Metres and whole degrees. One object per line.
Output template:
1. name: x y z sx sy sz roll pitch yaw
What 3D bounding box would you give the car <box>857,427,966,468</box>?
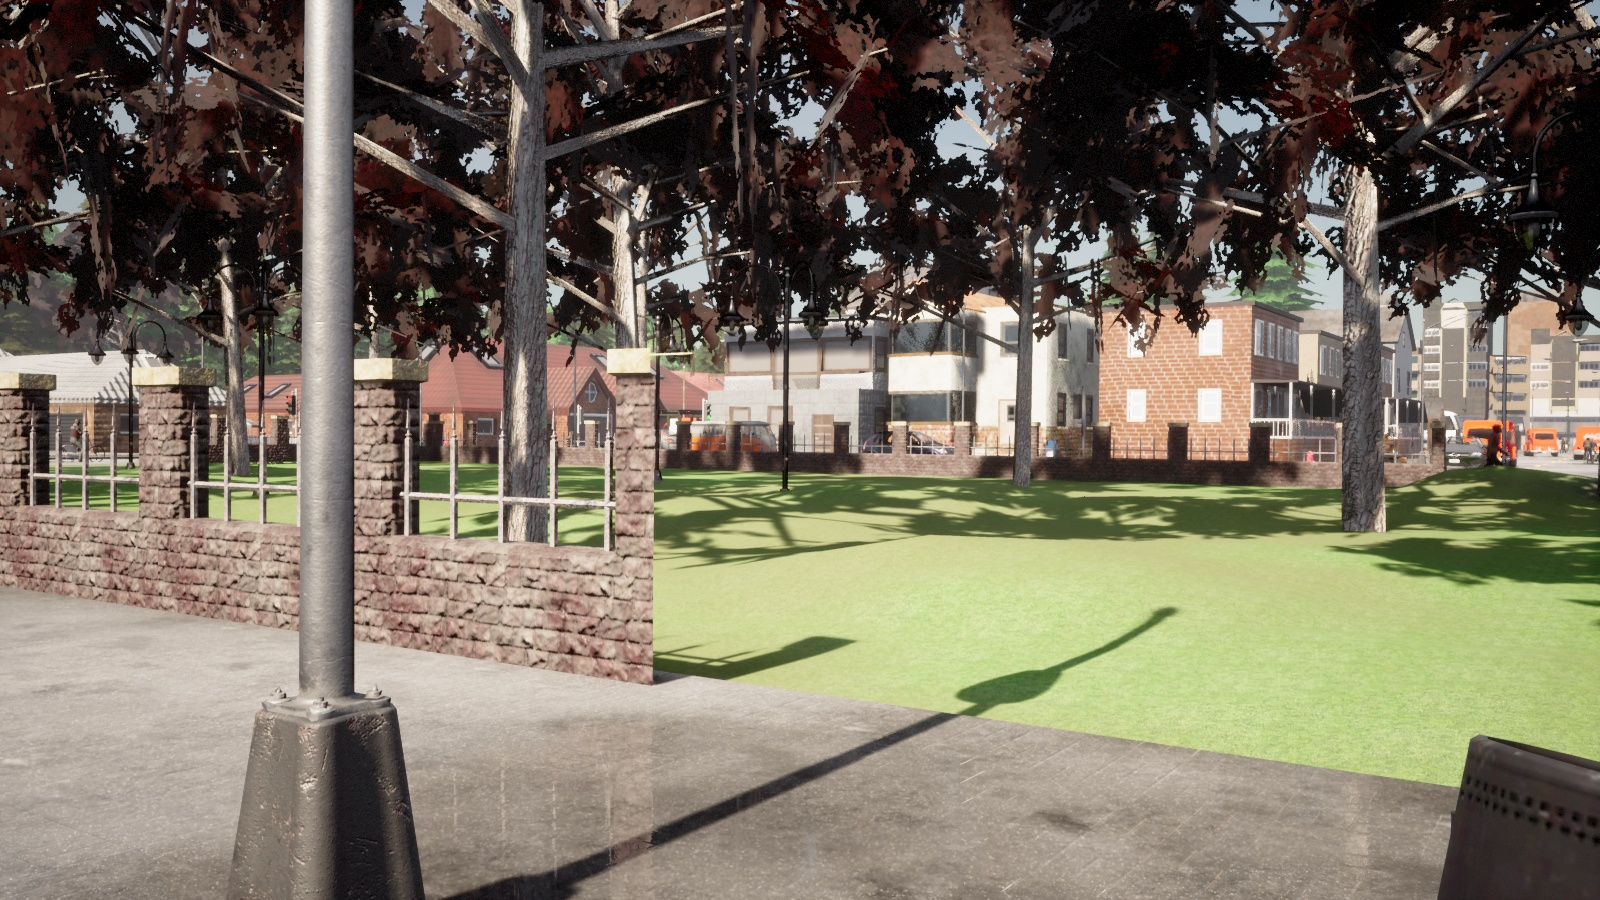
1. car: 4.492 -0.104 50.719 3.988 1.617 1.851 0 1 32

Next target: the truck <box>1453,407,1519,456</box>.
1. truck: 36.080 -0.983 65.974 2.627 2.467 5.204 0 1 34

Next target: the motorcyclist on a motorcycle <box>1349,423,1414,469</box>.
1. motorcyclist on a motorcycle: 21.583 -0.150 46.590 2.350 1.649 0.766 -1 -1 -23

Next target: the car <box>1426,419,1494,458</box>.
1. car: 29.548 -0.524 56.144 2.152 1.651 5.027 0 1 34

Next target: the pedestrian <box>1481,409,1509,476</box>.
1. pedestrian: 19.165 -0.205 34.629 0.634 1.846 0.331 0 1 34

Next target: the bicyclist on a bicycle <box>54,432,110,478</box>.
1. bicyclist on a bicycle: -28.707 0.176 50.233 0.659 1.776 1.843 0 1 32

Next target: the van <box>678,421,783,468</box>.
1. van: -3.100 -0.249 55.745 4.442 1.987 1.775 0 1 31
